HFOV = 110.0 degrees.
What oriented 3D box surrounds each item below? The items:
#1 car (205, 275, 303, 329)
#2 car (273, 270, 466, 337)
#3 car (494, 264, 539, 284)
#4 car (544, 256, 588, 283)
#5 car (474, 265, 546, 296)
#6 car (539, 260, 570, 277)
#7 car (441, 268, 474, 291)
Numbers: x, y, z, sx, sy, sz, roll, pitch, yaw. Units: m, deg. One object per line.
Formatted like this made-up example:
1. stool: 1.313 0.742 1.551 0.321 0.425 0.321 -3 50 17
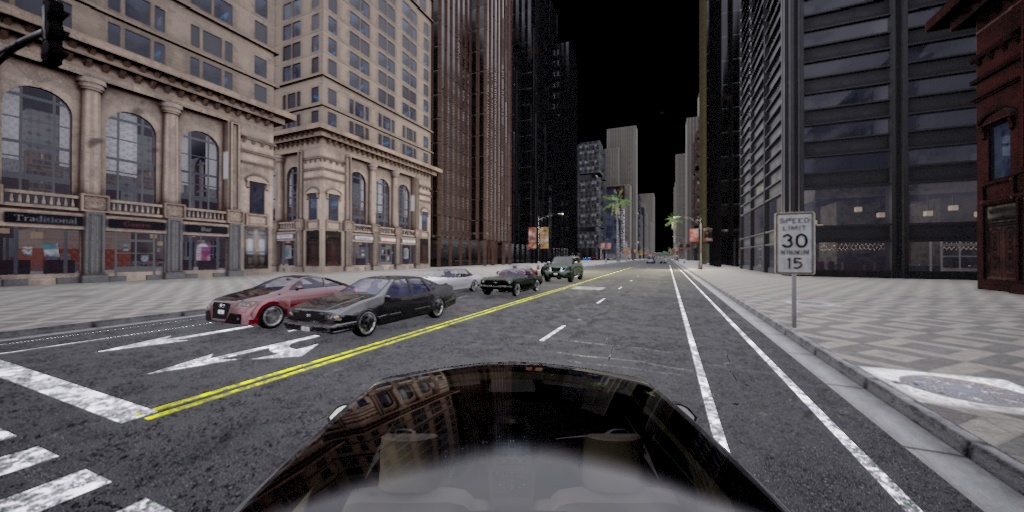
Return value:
1. car: -6.988 1.317 11.415 1.994 1.385 4.181 0 0 24
2. car: -3.735 1.302 10.757 2.033 1.411 5.357 0 0 23
3. car: 0.456 1.377 28.595 1.895 1.301 4.718 0 0 24
4. car: 4.336 1.001 29.368 2.150 2.045 5.566 0 0 23
5. car: 0.079 1.366 19.555 1.895 1.301 4.718 0 0 24
6. car: 4.549 1.270 37.944 1.882 1.535 5.008 0 0 24
7. car: -3.508 1.363 19.456 1.895 1.301 4.718 0 0 23
